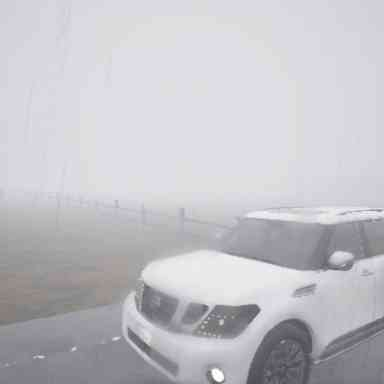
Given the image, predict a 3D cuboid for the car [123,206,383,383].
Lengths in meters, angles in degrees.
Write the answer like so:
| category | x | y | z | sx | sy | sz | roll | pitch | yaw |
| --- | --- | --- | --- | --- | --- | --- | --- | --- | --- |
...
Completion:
| category | x | y | z | sx | sy | sz | roll | pitch | yaw |
| --- | --- | --- | --- | --- | --- | --- | --- | --- | --- |
| car | 1.763 | 1.274 | 5.246 | 5.566 | 2.045 | 2.150 | 1 | -1 | -35 |
